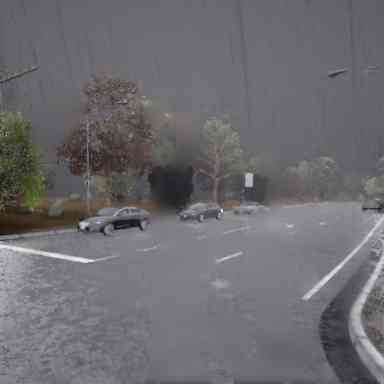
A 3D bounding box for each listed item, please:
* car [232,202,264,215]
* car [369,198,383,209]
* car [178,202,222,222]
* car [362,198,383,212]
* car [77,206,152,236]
[{"bbox_3d":[6.064,1.714,35.484,1.895,1.301,4.718,0,0,32],"label":"car"},{"bbox_3d":[27.841,1.692,49.945,1.837,1.490,4.892,0,-1,33],"label":"car"},{"bbox_3d":[0.781,1.593,27.116,1.837,1.490,4.892,0,0,32],"label":"car"},{"bbox_3d":[22.490,1.680,41.542,1.994,1.385,4.181,0,-1,32],"label":"car"},{"bbox_3d":[-4.337,1.574,19.254,2.128,1.511,4.902,0,0,32],"label":"car"}]
